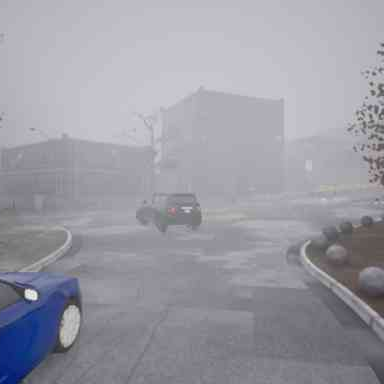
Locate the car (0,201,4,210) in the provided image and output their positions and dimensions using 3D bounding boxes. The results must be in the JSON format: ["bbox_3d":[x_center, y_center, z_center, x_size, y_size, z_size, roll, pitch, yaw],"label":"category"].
[{"bbox_3d":[-20.512,1.234,31.613,5.008,1.535,1.882,0,0,10],"label":"car"}]

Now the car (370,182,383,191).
[{"bbox_3d":[27.409,-0.992,50.613,5.366,1.575,1.946,-4,2,-30],"label":"car"}]

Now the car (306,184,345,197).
[{"bbox_3d":[17.824,-0.278,45.165,5.366,1.575,1.946,-4,2,-29],"label":"car"}]

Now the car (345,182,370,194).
[{"bbox_3d":[22.618,-0.636,47.884,5.366,1.575,1.946,-4,2,-30],"label":"car"}]

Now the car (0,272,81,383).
[{"bbox_3d":[-2.747,1.453,3.082,1.882,1.535,5.008,0,1,5],"label":"car"}]

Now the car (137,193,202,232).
[{"bbox_3d":[-1.458,1.064,19.353,2.150,2.045,5.566,0,0,-27],"label":"car"}]
